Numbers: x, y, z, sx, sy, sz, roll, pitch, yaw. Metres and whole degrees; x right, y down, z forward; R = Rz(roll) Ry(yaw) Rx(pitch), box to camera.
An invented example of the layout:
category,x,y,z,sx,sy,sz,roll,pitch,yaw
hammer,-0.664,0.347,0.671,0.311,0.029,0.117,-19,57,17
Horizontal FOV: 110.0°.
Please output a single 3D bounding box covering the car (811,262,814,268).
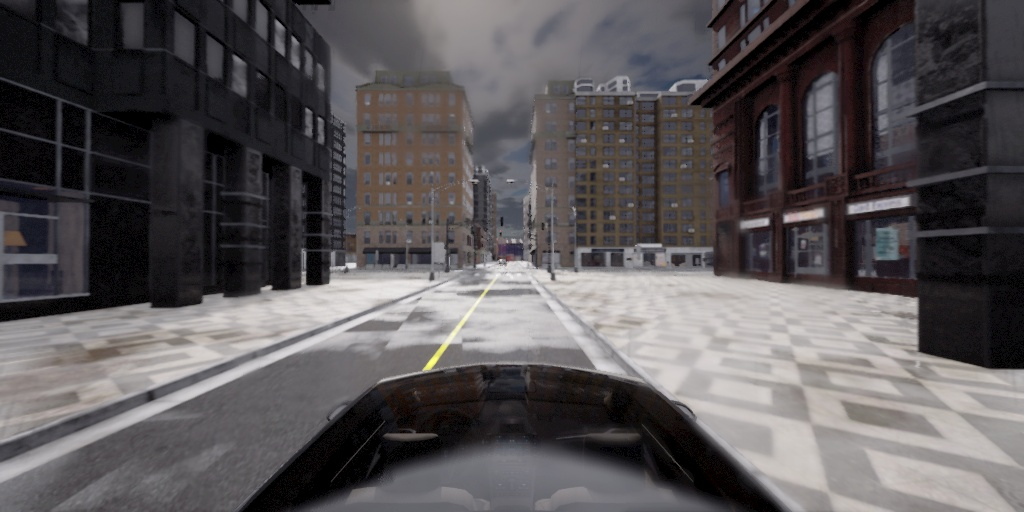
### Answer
category,x,y,z,sx,sy,sz,roll,pitch,yaw
car,39.992,1.227,50.865,5.008,1.535,1.882,0,-1,0
